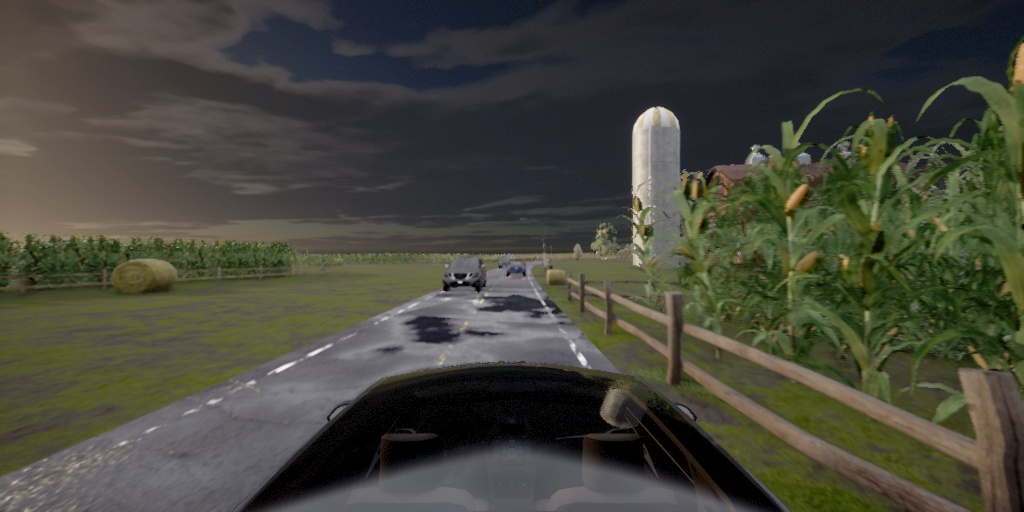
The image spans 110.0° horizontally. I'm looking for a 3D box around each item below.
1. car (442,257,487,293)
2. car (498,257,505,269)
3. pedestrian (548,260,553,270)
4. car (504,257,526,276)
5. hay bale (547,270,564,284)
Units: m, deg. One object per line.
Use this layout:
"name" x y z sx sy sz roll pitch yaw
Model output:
"car" -2.783 1.068 22.219 2.150 2.045 5.566 0 0 1
"car" -1.186 1.245 63.406 2.150 2.045 5.566 0 0 4
"pedestrian" 2.968 1.157 28.089 0.375 1.860 0.375 0 0 -2
"car" 0.530 1.280 40.254 2.097 1.767 4.553 0 0 3
"hay bale" 3.244 1.524 26.808 1.220 1.180 1.240 0 0 1
